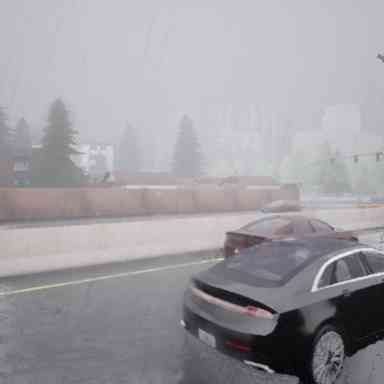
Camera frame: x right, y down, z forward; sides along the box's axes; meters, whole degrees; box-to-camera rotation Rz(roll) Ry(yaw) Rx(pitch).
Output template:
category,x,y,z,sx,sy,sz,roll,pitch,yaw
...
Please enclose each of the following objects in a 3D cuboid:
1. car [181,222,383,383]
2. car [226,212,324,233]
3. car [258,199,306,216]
category,x,y,z,sx,sy,sz,roll,pitch,yaw
car,2.146,1.475,5.278,4.902,1.511,2.128,0,0,-36
car,3.258,1.448,10.370,5.008,1.535,1.882,0,0,-35
car,8.592,1.438,31.599,4.674,1.442,1.812,0,0,-35
